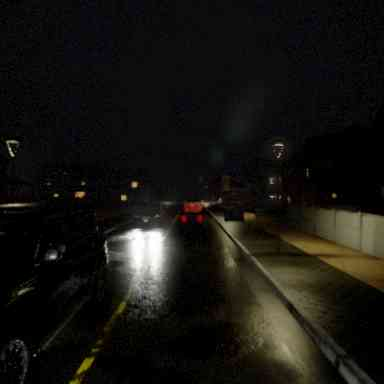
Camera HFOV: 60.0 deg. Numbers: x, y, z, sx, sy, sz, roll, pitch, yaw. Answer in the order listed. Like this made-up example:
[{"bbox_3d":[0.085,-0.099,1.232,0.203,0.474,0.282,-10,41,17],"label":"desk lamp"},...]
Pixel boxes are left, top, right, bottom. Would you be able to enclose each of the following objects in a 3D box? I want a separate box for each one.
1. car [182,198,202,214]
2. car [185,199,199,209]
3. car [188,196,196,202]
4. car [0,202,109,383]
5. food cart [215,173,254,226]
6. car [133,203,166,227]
[{"bbox_3d":[0.013,1.405,35.695,2.097,1.767,4.553,0,0,0],"label":"car"},{"bbox_3d":[0.007,1.702,49.023,1.895,1.301,4.718,0,0,0],"label":"car"},{"bbox_3d":[-0.037,1.629,83.263,2.033,1.411,5.357,0,0,0],"label":"car"},{"bbox_3d":[-2.843,1.221,5.027,2.150,2.045,5.566,0,0,0],"label":"car"},{"bbox_3d":[3.024,0.488,24.771,2.280,3.560,4.660,1,1,0],"label":"food cart"},{"bbox_3d":[-2.852,1.510,22.940,2.128,1.511,4.902,0,0,0],"label":"car"}]
